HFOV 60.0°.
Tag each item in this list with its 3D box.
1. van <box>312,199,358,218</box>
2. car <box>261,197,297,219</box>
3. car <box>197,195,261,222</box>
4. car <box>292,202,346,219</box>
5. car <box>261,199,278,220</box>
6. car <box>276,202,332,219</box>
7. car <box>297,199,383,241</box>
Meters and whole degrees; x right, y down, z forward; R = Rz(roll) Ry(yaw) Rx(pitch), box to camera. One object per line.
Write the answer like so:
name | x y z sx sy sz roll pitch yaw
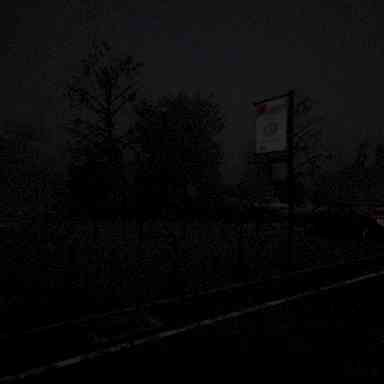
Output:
van | 16.209 1.843 37.792 1.878 1.987 4.442 3 -1 -36
car | 7.094 1.453 31.340 2.435 2.045 5.566 2 -1 -36
car | 2.677 1.321 28.129 2.435 2.045 5.566 2 -1 -36
car | 13.760 1.965 36.401 1.946 1.575 5.366 3 -1 -36
car | 4.817 1.636 29.712 2.231 1.521 4.892 2 -1 -36
car | 11.601 1.874 34.848 1.946 1.575 5.366 2 -1 -36
car | 8.098 1.397 16.977 2.185 1.767 4.553 2 -1 -36
